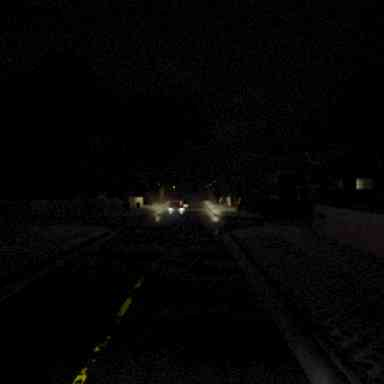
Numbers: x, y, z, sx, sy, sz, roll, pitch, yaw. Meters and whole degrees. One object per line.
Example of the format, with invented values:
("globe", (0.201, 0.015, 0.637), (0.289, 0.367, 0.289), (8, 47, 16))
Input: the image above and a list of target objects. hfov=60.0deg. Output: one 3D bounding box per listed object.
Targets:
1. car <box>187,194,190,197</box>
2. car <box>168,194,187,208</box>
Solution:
("car", (-2.079, 1.406, 65.923), (2.150, 2.045, 5.566), (0, 1, 1))
("car", (-2.318, 1.490, 49.622), (2.097, 1.767, 4.553), (0, 0, 1))
